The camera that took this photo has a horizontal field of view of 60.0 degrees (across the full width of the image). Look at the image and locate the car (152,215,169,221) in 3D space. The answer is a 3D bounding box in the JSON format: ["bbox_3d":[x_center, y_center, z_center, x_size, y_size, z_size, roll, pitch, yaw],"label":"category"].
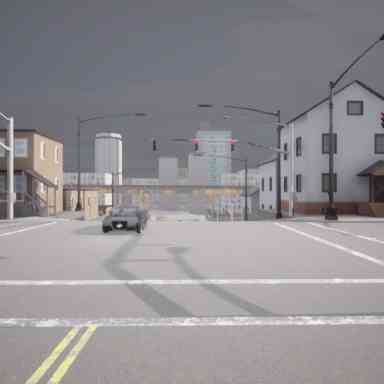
[{"bbox_3d":[-3.766,3.596,40.587,1.882,1.535,5.008,0,-9,-1],"label":"car"}]

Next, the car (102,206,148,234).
[{"bbox_3d":[-3.632,1.500,18.671,1.994,1.385,4.181,0,0,0],"label":"car"}]
